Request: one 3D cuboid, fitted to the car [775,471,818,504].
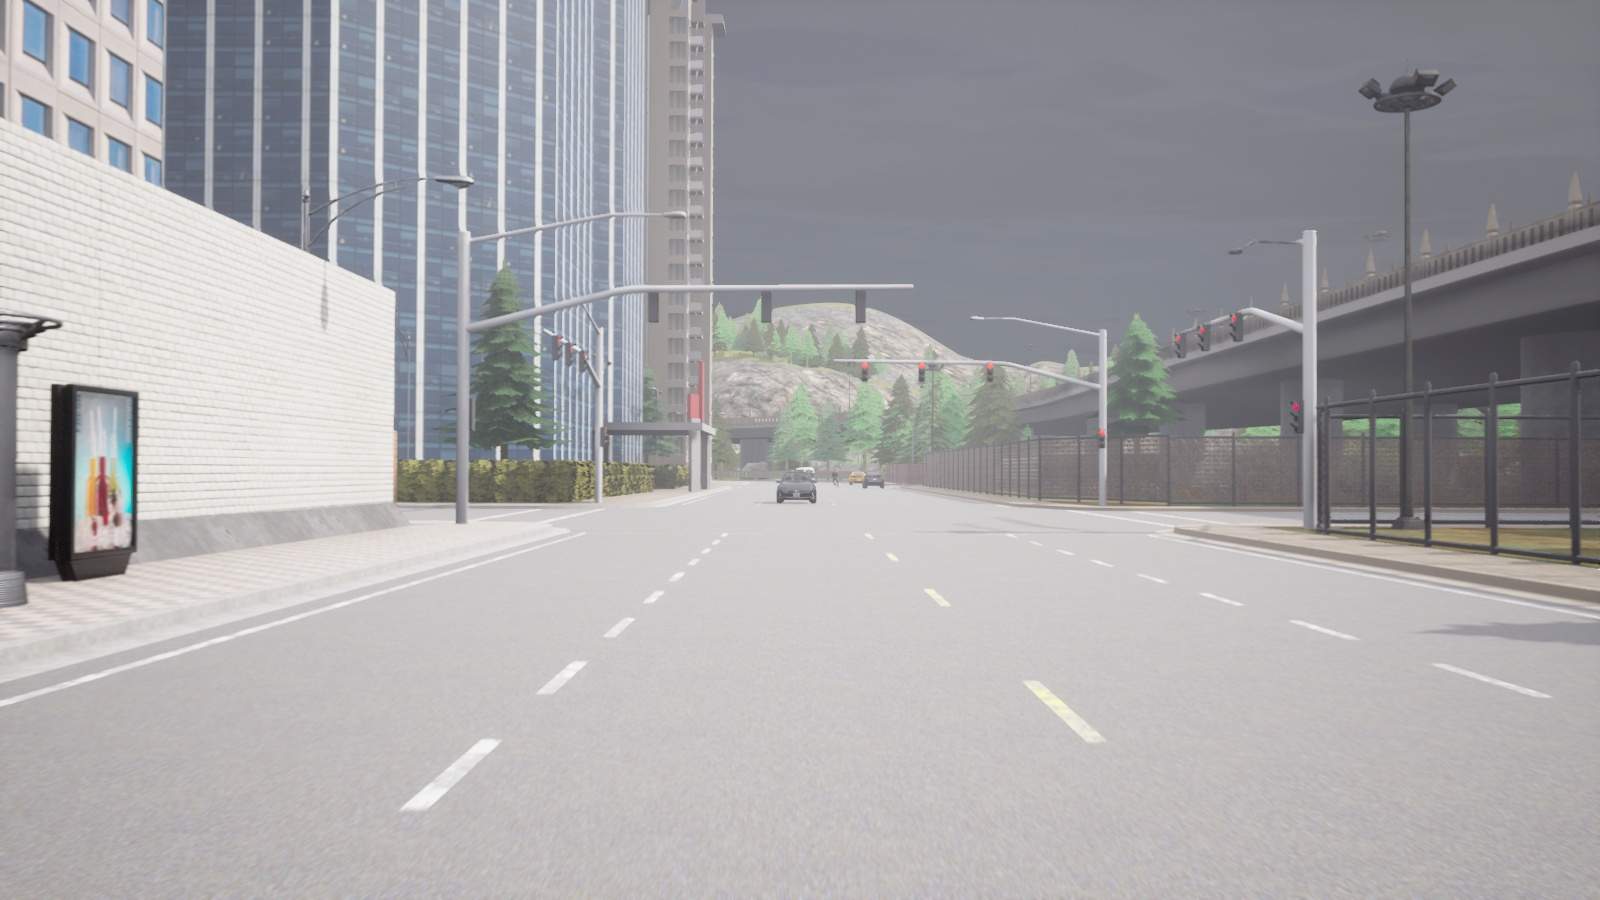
[{"bbox_3d":[-0.151,1.785,61.131,2.007,1.525,4.514,0,-1,0],"label":"car"}]
